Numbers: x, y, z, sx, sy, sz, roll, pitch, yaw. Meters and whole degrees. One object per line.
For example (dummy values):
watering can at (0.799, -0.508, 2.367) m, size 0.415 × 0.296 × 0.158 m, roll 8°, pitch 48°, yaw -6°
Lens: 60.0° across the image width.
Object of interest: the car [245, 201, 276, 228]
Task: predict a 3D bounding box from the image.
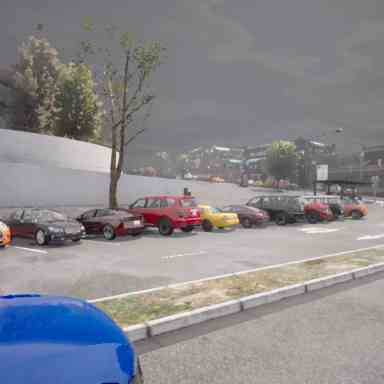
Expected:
car at (2.839, 1.550, 22.218) m, size 4.674 × 1.452 × 2.002 m, roll -1°, pitch -1°, yaw 35°

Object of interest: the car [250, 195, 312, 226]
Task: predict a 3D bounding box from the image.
car at (5.265, 1.264, 23.977) m, size 5.566 × 2.045 × 2.435 m, roll -1°, pitch -1°, yaw 35°

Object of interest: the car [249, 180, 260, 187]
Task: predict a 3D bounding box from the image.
car at (15.612, -1.810, 75.026) m, size 1.946 × 1.575 × 5.366 m, roll 7°, pitch 3°, yaw 35°

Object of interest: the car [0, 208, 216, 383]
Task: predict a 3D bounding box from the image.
car at (-2.767, 1.224, 1.158) m, size 5.566 × 2.045 × 2.150 m, roll 0°, pitch 0°, yaw -35°

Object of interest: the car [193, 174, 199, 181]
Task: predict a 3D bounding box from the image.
car at (3.274, -3.848, 92.035) m, size 2.185 × 1.767 × 4.553 m, roll 6°, pitch 3°, yaw 34°

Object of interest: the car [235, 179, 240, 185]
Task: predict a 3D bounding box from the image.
car at (12.035, -2.315, 79.806) m, size 2.002 × 1.452 × 4.674 m, roll 7°, pitch 3°, yaw 35°

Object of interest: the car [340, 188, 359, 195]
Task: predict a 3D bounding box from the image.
car at (27.590, 0.138, 57.613) m, size 2.002 × 1.452 × 4.674 m, roll 7°, pitch 3°, yaw 35°

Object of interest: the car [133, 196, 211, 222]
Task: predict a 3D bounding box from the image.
car at (-2.084, 1.249, 18.759) m, size 5.566 × 2.045 × 2.435 m, roll -1°, pitch -1°, yaw 34°

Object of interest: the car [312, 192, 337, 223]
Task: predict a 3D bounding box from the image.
car at (7.778, 1.268, 25.684) m, size 5.566 × 2.045 × 2.435 m, roll -1°, pitch -1°, yaw 35°

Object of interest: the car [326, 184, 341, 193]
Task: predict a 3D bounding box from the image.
car at (25.898, -0.424, 60.084) m, size 2.435 × 2.045 × 5.566 m, roll 7°, pitch 3°, yaw 35°

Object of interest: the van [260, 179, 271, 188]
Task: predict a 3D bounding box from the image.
van at (17.189, -1.762, 72.296) m, size 1.878 × 1.987 × 4.442 m, roll 7°, pitch 4°, yaw 35°

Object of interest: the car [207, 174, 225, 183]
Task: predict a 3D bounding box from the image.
car at (6.923, -3.174, 87.312) m, size 1.946 × 1.575 × 5.366 m, roll 7°, pitch 3°, yaw 34°

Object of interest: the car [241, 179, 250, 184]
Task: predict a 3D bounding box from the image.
car at (13.779, -2.042, 77.345) m, size 2.002 × 1.452 × 4.674 m, roll 7°, pitch 3°, yaw 35°

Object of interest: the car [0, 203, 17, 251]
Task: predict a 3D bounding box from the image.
car at (-9.411, 1.367, 13.536) m, size 4.553 × 1.767 × 2.185 m, roll -1°, pitch -1°, yaw 34°

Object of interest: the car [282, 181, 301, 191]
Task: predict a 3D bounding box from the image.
car at (20.681, -0.990, 67.465) m, size 2.231 × 1.521 × 4.892 m, roll 7°, pitch 3°, yaw 35°

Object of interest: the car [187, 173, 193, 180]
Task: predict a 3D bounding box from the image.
car at (1.542, -4.083, 94.503) m, size 2.185 × 1.767 × 4.553 m, roll 4°, pitch 1°, yaw 33°

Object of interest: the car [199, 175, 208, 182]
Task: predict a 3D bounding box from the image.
car at (5.070, -3.697, 89.570) m, size 2.435 × 2.045 × 5.566 m, roll 7°, pitch 3°, yaw 34°

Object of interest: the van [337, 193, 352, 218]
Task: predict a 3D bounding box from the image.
van at (10.315, 1.298, 27.356) m, size 4.442 × 1.987 × 1.878 m, roll -1°, pitch -1°, yaw 35°

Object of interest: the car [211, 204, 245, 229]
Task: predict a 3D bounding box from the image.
car at (0.234, 1.504, 20.588) m, size 5.366 × 1.575 × 1.946 m, roll -1°, pitch -1°, yaw 35°

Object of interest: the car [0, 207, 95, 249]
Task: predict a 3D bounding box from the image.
car at (-6.946, 1.495, 15.263) m, size 4.892 × 1.521 × 2.231 m, roll -1°, pitch -1°, yaw 34°

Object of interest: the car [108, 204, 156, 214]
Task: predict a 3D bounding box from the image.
car at (-4.527, 1.525, 17.012) m, size 4.792 × 1.488 × 2.163 m, roll -1°, pitch -1°, yaw 34°

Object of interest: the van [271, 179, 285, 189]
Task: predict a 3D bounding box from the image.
van at (18.920, -1.489, 69.826) m, size 1.878 × 1.987 × 4.442 m, roll 7°, pitch 4°, yaw 35°

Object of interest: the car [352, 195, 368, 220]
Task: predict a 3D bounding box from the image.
car at (12.722, 1.405, 29.108) m, size 4.553 × 1.767 × 2.185 m, roll -1°, pitch -1°, yaw 35°
